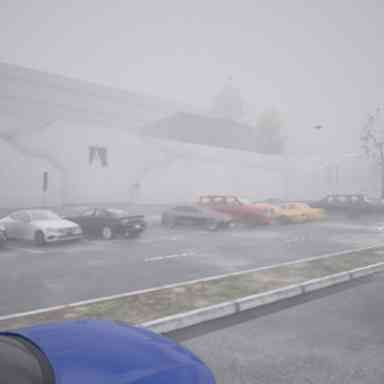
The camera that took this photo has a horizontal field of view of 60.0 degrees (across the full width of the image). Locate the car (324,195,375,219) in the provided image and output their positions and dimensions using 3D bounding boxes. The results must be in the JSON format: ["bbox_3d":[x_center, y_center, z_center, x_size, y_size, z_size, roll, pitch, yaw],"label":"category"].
[{"bbox_3d":[12.508,1.259,29.163,5.566,2.045,2.435,-1,-1,35],"label":"car"}]

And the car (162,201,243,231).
[{"bbox_3d":[0.342,1.520,20.434,4.792,1.488,2.163,-1,-1,35],"label":"car"}]

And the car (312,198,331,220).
[{"bbox_3d":[7.494,1.495,25.771,5.366,1.575,1.946,-1,-1,35],"label":"car"}]

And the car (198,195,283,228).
[{"bbox_3d":[2.785,1.239,22.181,5.566,2.045,2.435,-1,-1,35],"label":"car"}]

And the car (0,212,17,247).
[{"bbox_3d":[-9.490,1.367,13.506,4.553,1.767,2.185,-1,-1,35],"label":"car"}]

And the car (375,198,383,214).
[{"bbox_3d":[17.450,1.409,32.612,4.553,1.767,2.185,-1,-1,35],"label":"car"}]

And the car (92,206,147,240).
[{"bbox_3d":[-4.571,1.495,16.960,5.008,1.535,2.097,-1,0,35],"label":"car"}]

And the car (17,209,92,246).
[{"bbox_3d":[-7.021,1.535,15.228,4.674,1.452,2.002,-1,-1,35],"label":"car"}]

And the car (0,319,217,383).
[{"bbox_3d":[-2.063,1.477,1.661,5.008,1.535,1.882,0,0,-35],"label":"car"}]

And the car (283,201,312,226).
[{"bbox_3d":[5.360,1.486,23.826,5.366,1.575,1.946,-1,-1,35],"label":"car"}]
